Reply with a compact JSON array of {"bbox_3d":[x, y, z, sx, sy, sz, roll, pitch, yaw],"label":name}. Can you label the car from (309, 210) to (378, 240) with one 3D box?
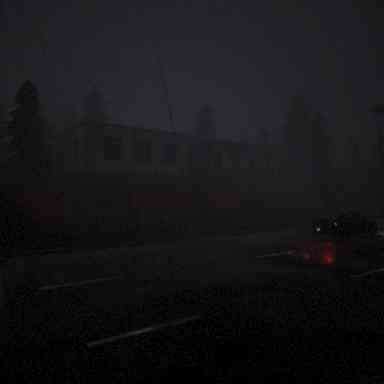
[{"bbox_3d":[8.321,1.730,18.280,4.674,1.442,1.812,1,0,-35],"label":"car"}]
